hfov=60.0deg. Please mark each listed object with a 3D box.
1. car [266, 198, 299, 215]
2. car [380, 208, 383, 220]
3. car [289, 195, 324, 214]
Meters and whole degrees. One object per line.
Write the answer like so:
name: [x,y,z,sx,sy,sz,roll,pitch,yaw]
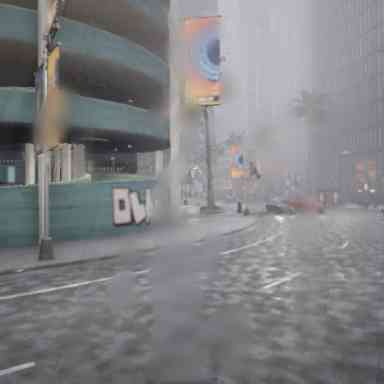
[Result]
car: [9.484,1.684,36.138,1.837,1.490,4.892,0,-1,-6]
car: [16.164,1.539,25.589,1.882,1.535,5.008,0,0,11]
car: [12.825,1.389,37.985,2.150,2.045,5.566,0,0,-8]
